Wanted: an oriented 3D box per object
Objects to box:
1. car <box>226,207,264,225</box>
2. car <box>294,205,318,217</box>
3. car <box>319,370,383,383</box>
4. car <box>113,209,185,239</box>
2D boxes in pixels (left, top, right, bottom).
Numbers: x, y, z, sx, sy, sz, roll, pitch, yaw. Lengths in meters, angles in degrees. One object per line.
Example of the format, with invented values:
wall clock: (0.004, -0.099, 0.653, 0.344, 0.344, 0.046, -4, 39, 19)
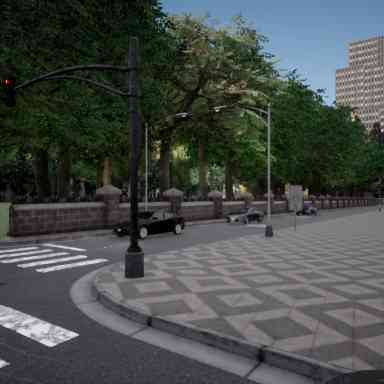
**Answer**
car: (4.851, 2.083, 30.028, 2.128, 1.511, 4.902, 0, -1, 35)
car: (15.531, 2.528, 45.049, 2.033, 1.411, 5.357, 0, -1, 36)
car: (2.523, 1.551, 1.163, 4.403, 1.369, 2.008, 0, 0, 36)
car: (-2.422, 1.809, 19.721, 1.882, 1.535, 5.008, 0, -1, 35)
